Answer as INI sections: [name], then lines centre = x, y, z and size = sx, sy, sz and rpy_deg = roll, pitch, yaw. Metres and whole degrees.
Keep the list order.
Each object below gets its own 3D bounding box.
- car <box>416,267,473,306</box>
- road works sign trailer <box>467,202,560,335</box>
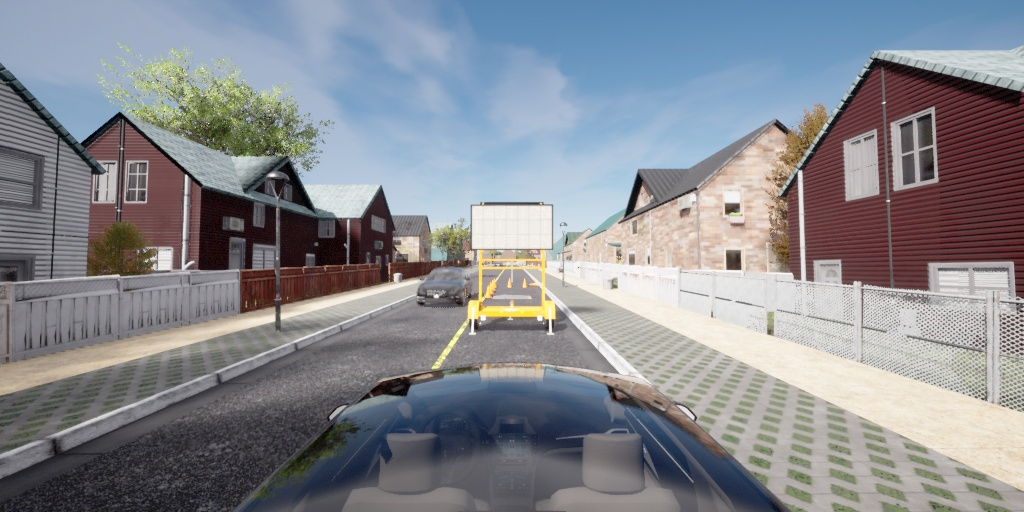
[car]
centre = -2.843, 1.281, 15.912
size = 1.837, 1.490, 4.892
rpy_deg = 0, 0, 0
[road works sign trailer]
centre = 0.001, 0.227, 10.564
size = 2.380, 3.560, 2.880
rpy_deg = 0, 0, 1
